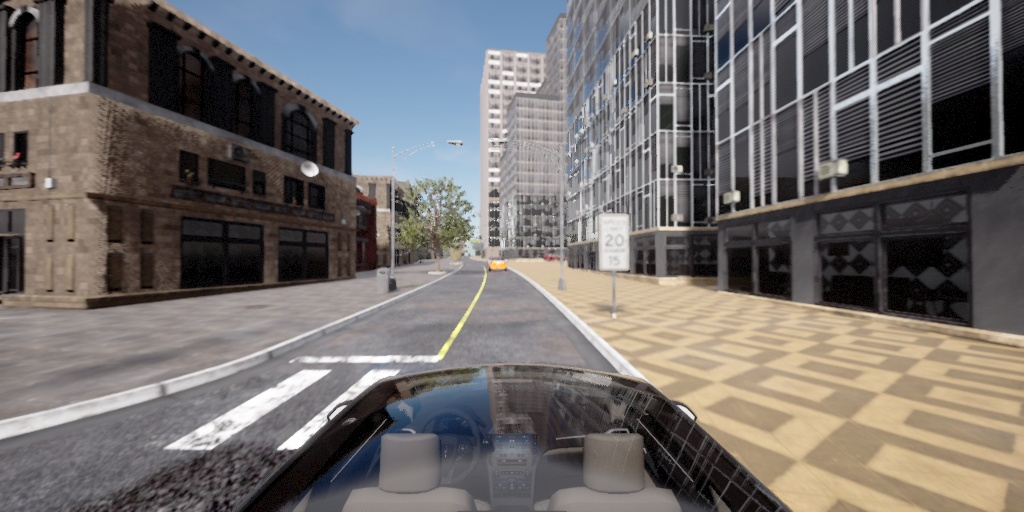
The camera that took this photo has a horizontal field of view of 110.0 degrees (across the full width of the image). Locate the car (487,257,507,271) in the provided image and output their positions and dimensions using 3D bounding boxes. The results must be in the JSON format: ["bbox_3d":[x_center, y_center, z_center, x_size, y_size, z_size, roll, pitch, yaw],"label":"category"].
[{"bbox_3d":[-1.738,0.857,42.544,2.097,1.767,4.553,0,0,-5],"label":"car"}]
